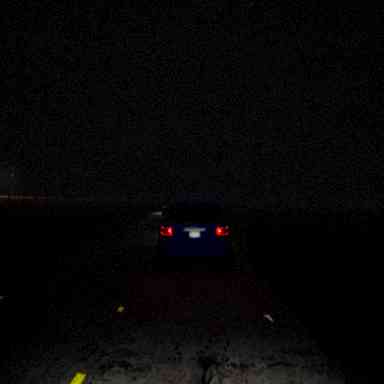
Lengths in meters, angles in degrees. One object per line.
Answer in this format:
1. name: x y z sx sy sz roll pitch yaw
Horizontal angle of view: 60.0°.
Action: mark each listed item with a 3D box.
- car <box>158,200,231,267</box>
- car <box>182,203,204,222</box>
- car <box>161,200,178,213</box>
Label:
1. car: 0.085 1.278 11.786 2.150 2.045 5.566 0 -1 0
2. car: 0.087 1.691 28.805 1.812 1.442 4.674 0 0 0
3. car: -2.838 1.761 42.599 1.837 1.490 4.892 0 0 0
